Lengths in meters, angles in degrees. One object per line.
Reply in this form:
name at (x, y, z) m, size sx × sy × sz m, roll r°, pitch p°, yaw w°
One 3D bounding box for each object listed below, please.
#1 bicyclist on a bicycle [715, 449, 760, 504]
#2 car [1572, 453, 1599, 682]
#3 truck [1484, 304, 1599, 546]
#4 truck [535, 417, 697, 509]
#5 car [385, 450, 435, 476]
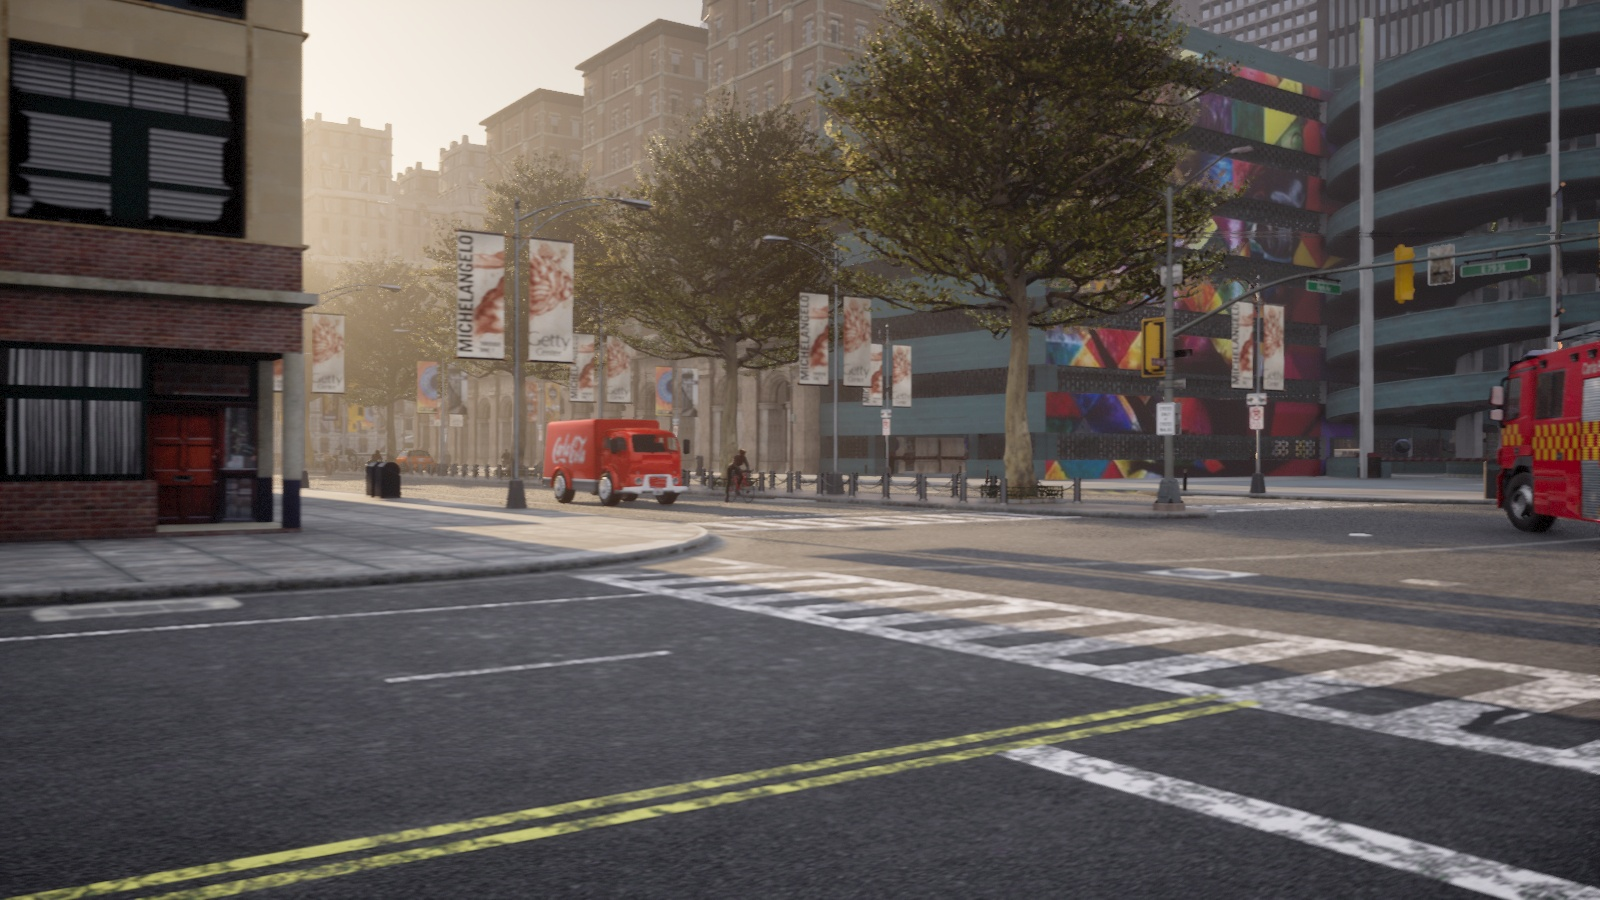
bicyclist on a bicycle at (-1.894, 0.795, 37.909) m, size 0.582 × 1.620 × 1.656 m, roll 0°, pitch 0°, yaw -35°
car at (7.160, 0.766, 8.645) m, size 3.633 × 1.501 × 1.845 m, roll 0°, pitch 0°, yaw -35°
truck at (14.630, -0.396, 21.735) m, size 2.891 × 3.827 × 8.468 m, roll 0°, pitch 0°, yaw 14°
truck at (-5.488, 0.361, 36.852) m, size 2.627 × 2.467 × 5.204 m, roll 0°, pitch 0°, yaw -35°
car at (-27.354, 0.878, 87.993) m, size 2.097 × 1.767 × 4.553 m, roll 0°, pitch 0°, yaw -35°
